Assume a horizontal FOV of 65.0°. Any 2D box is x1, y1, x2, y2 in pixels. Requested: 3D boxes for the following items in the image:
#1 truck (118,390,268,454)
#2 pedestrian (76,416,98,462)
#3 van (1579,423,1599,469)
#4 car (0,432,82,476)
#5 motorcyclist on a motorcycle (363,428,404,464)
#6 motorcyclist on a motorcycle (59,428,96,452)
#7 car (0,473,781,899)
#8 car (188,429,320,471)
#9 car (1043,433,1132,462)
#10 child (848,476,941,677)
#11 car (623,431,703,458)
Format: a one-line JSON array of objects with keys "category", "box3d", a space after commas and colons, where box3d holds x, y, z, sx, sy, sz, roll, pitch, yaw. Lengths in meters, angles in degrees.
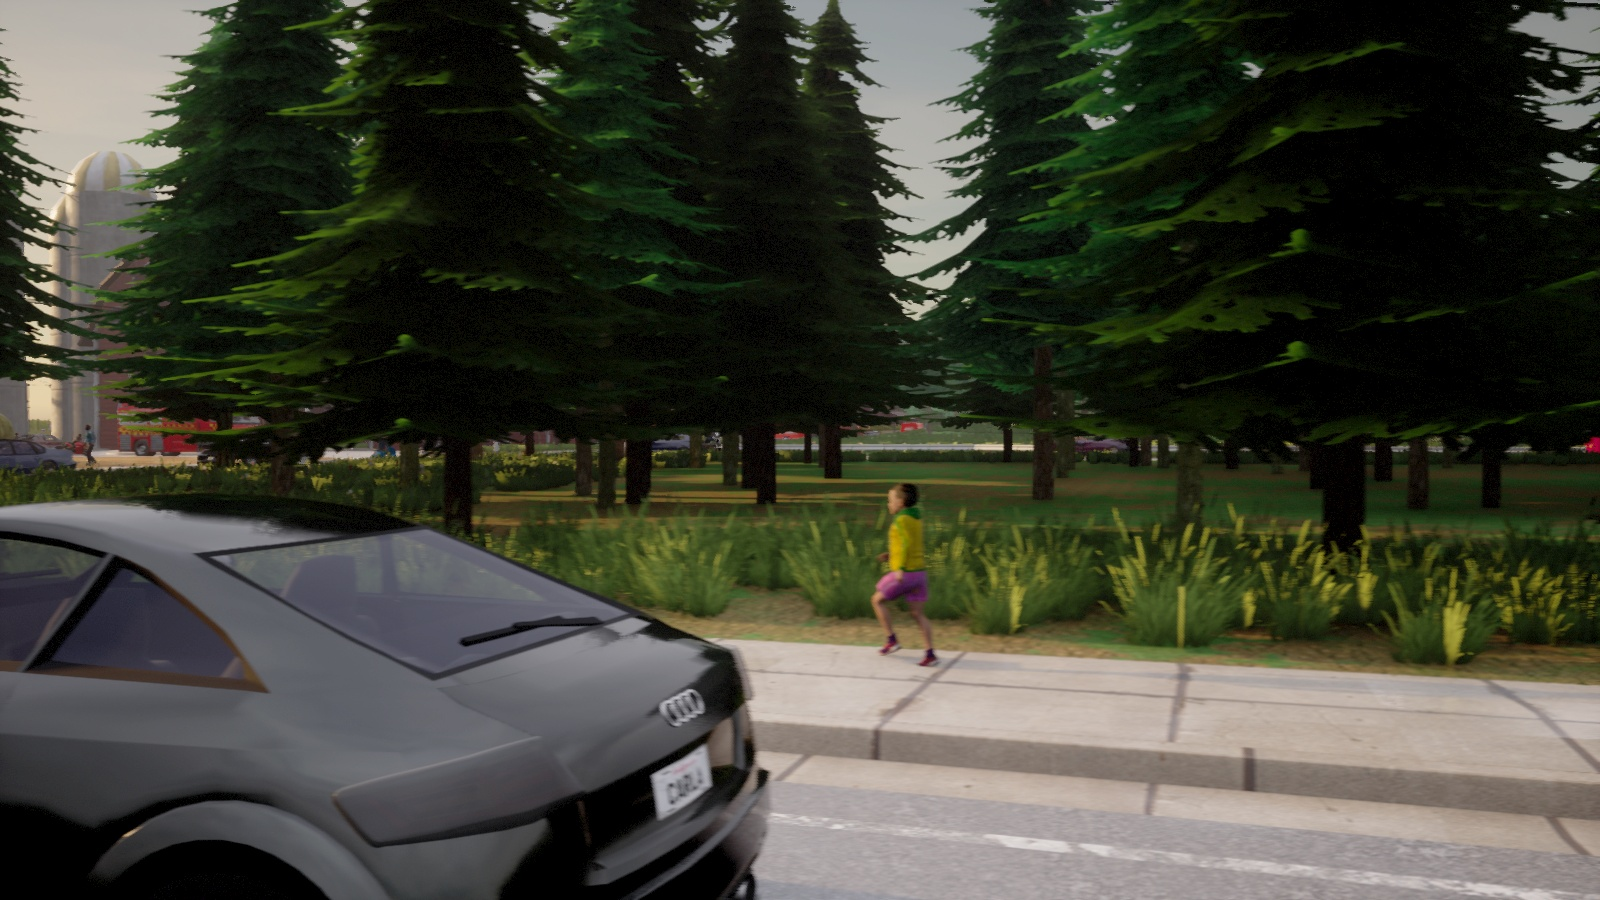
[{"category": "truck", "box3d": [-37.192, -1.715, 76.945, 8.468, 3.827, 2.891, 0, 1, 16]}, {"category": "pedestrian", "box3d": [-30.446, -0.482, 53.622, 0.396, 1.930, 0.692, 1, 1, 35]}, {"category": "van", "box3d": [36.604, -0.157, 54.526, 4.442, 1.987, 1.775, 1, 1, 19]}, {"category": "car", "box3d": [-27.095, 0.126, 42.011, 2.033, 1.411, 5.357, 1, 1, 17]}, {"category": "motorcyclist on a motorcycle", "box3d": [-18.799, -0.173, 56.718, 0.866, 1.590, 1.817, 1, 1, 17]}, {"category": "motorcyclist on a motorcycle", "box3d": [-45.729, -0.637, 79.478, 2.044, 1.523, 0.797, 0, 1, 16]}, {"category": "car", "box3d": [-2.365, 0.818, 3.989, 4.181, 1.385, 1.994, 1, 1, 19]}, {"category": "car", "box3d": [-21.212, -0.035, 49.049, 1.882, 1.535, 5.008, 1, 1, 17]}, {"category": "car", "box3d": [15.092, -0.160, 65.962, 4.193, 1.474, 1.816, 1, 1, 30]}, {"category": "child", "box3d": [0.571, 0.749, 7.623, 0.473, 1.160, 0.299, 1, 1, 37]}, {"category": "car", "box3d": [-7.854, -0.339, 71.969, 4.193, 1.474, 1.816, 0, 1, 16]}]
